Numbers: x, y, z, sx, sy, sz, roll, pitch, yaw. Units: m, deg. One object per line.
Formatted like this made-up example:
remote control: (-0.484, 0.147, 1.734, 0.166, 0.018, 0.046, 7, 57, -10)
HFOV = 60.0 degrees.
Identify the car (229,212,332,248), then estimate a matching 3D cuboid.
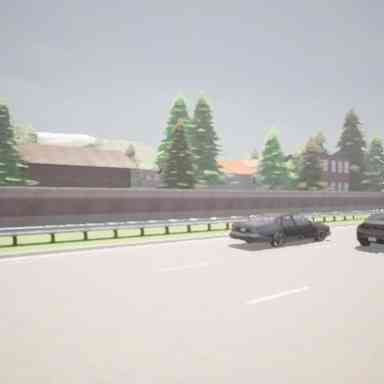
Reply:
car: (4.170, 1.643, 15.315, 5.357, 1.411, 2.033, 1, 0, -36)

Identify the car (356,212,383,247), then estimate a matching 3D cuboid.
car: (9.085, 1.629, 14.522, 4.892, 1.490, 1.837, 0, 0, -35)
